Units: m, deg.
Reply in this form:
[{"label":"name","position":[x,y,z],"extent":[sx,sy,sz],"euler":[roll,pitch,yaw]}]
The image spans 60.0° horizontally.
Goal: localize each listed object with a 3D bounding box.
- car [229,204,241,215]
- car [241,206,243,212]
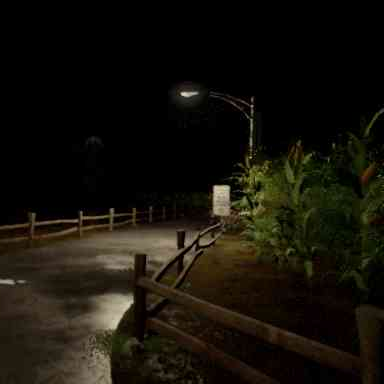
[{"label":"car","position":[4.887,2.413,43.057],"extent":[1.837,1.490,4.892],"euler":[2,-1,13]},{"label":"car","position":[7.109,2.639,53.181],"extent":[2.128,1.511,4.902],"euler":[2,-1,13]}]
